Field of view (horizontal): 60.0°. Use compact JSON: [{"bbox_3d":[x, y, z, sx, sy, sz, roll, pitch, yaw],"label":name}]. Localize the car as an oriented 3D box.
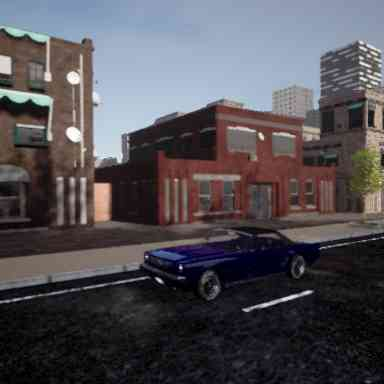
[{"bbox_3d":[1.107,1.592,8.457,4.718,1.301,1.895,0,0,-35],"label":"car"}]
